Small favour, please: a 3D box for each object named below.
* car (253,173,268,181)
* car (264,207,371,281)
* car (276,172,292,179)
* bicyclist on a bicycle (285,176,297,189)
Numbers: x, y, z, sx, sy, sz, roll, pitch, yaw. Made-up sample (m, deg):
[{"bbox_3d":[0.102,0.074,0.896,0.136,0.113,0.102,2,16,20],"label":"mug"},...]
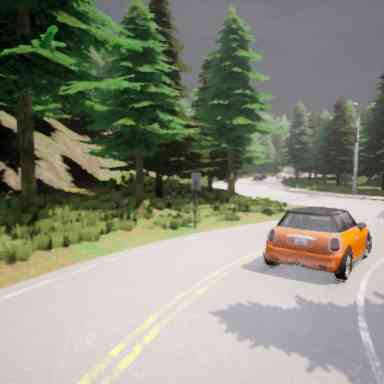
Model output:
[{"bbox_3d":[12.970,-2.826,63.039,1.812,1.442,4.674,2,6,25],"label":"car"},{"bbox_3d":[3.961,1.229,10.029,2.097,1.767,4.553,4,3,36],"label":"car"},{"bbox_3d":[20.281,-3.661,72.970,4.674,1.442,1.812,-4,6,-38],"label":"car"},{"bbox_3d":[12.270,-1.141,41.075,1.656,1.620,0.582,-1,5,-11],"label":"bicyclist on a bicycle"}]
